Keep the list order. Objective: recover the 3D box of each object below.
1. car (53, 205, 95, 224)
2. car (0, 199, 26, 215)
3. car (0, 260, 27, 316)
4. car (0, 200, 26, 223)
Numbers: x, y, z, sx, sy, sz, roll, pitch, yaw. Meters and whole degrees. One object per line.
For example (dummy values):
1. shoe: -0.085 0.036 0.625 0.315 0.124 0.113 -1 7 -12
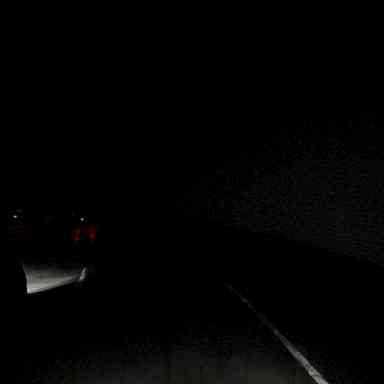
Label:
1. car: -9.094 1.654 25.357 1.895 1.301 4.718 0 0 -36
2. car: -20.465 1.601 37.171 5.008 1.535 1.882 0 0 44
3. car: -4.152 1.590 5.104 1.994 1.385 4.181 0 0 -8
4. car: -14.815 1.594 26.633 1.837 1.490 4.892 0 0 -42
